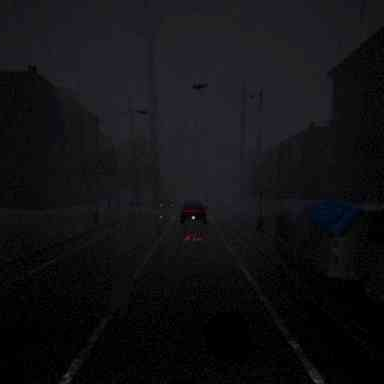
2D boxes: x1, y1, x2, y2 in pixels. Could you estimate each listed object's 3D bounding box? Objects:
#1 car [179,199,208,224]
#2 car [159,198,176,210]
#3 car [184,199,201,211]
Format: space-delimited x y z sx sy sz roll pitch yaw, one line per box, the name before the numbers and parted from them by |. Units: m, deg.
car | 0.097 1.496 24.904 1.837 1.490 4.892 0 0 0
car | -3.092 1.556 43.140 1.837 1.490 4.892 0 0 0
car | 0.095 1.596 42.260 2.033 1.411 5.357 0 0 0
